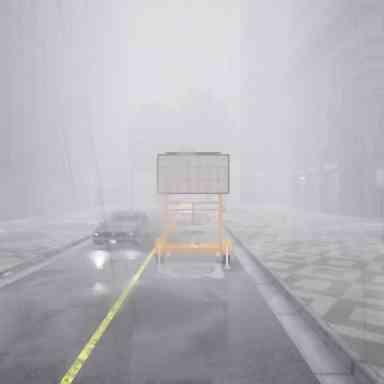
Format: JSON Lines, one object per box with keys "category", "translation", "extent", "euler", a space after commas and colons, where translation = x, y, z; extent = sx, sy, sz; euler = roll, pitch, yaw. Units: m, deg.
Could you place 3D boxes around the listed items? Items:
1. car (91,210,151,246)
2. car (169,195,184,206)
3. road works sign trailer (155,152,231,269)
{"category": "car", "translation": [-3.048, 1.551, 15.540], "extent": [2.033, 1.411, 5.357], "euler": [0, 0, 0]}
{"category": "car", "translation": [-2.891, 1.649, 56.037], "extent": [1.895, 1.301, 4.718], "euler": [0, 0, 0]}
{"category": "road works sign trailer", "translation": [0.041, 0.466, 11.182], "extent": [2.380, 3.560, 2.880], "euler": [0, 0, 0]}
